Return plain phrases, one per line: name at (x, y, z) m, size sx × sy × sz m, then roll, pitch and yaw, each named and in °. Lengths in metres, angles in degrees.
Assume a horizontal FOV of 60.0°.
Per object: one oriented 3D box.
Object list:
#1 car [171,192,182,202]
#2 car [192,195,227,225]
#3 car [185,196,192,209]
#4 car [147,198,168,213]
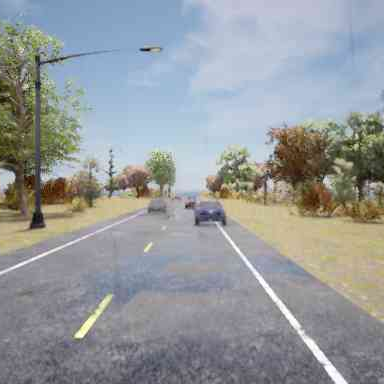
car at (-3.514, 1.131, 75.741) m, size 2.150 × 2.045 × 5.566 m, roll 0°, pitch 0°, yaw 0°
car at (1.219, 1.306, 23.578) m, size 2.097 × 1.767 × 4.553 m, roll 0°, pitch 0°, yaw 0°
car at (0.020, 1.539, 45.151) m, size 1.895 × 1.301 × 4.718 m, roll 0°, pitch 0°, yaw 0°
car at (-3.600, 1.446, 35.343) m, size 1.837 × 1.490 × 4.892 m, roll 0°, pitch 0°, yaw 0°
